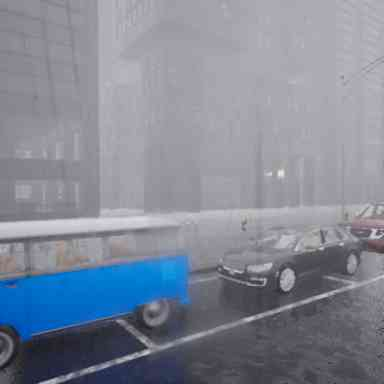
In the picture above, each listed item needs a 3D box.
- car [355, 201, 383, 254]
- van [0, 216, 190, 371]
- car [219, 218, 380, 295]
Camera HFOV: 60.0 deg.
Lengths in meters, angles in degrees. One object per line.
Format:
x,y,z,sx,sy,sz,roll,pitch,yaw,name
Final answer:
7.248,1.250,11.818,5.009,1.841,2.192,0,0,-35,car
-1.938,1.334,5.270,3.998,1.788,1.690,0,0,-35,van
2.656,1.514,8.544,4.403,1.369,2.008,0,0,-35,car
